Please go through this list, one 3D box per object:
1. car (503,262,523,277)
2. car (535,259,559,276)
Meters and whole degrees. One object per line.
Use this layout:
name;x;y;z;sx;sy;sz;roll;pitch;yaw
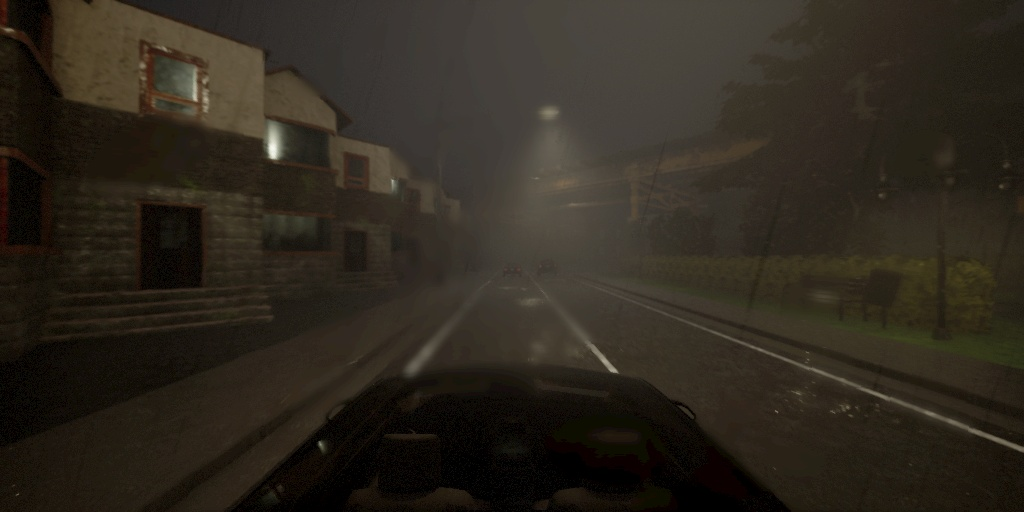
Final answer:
car;0.063;1.255;34.587;2.033;1.411;5.357;0;0;1
car;3.555;1.060;37.019;2.097;1.767;4.553;0;0;0
